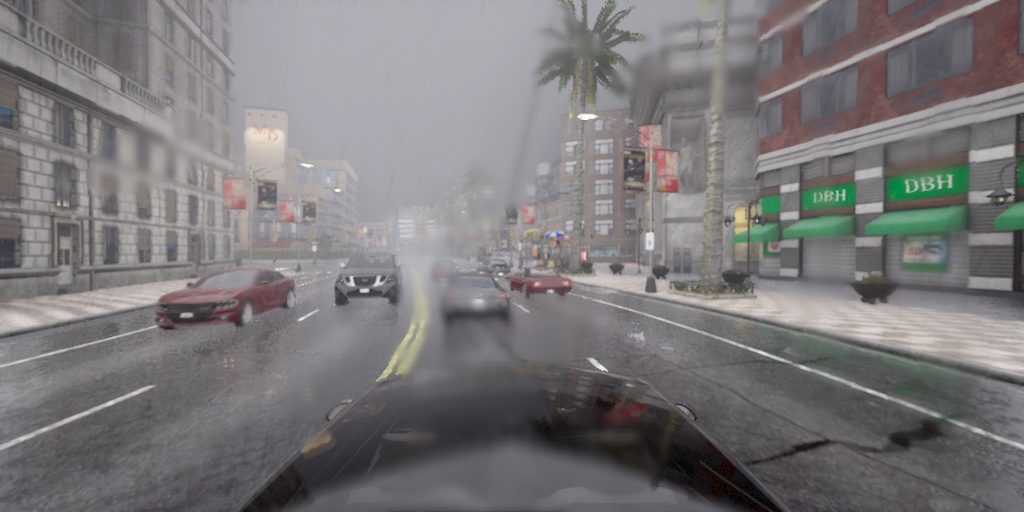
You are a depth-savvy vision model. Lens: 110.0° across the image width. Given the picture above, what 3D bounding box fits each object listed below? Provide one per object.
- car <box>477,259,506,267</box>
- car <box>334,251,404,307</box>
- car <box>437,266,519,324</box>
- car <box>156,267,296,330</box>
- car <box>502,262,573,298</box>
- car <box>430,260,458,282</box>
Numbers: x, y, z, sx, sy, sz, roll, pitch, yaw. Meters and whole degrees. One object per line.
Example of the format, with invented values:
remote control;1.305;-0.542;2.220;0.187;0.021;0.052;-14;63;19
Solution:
car;-1.383;0.957;26.421;1.837;1.490;4.892;0;1;-15
car;-5.773;0.820;15.086;2.150;2.045;5.566;0;1;-14
car;-1.289;1.196;11.555;1.994;1.385;4.181;0;1;-12
car;-8.422;1.130;11.090;1.882;1.535;5.008;0;1;-13
car;1.100;1.162;16.979;1.895;1.301;4.718;0;1;-14
car;-4.693;1.019;25.323;2.033;1.411;5.357;0;1;-15
